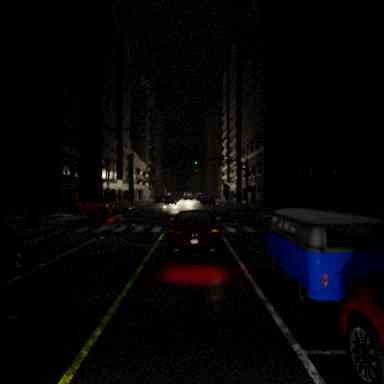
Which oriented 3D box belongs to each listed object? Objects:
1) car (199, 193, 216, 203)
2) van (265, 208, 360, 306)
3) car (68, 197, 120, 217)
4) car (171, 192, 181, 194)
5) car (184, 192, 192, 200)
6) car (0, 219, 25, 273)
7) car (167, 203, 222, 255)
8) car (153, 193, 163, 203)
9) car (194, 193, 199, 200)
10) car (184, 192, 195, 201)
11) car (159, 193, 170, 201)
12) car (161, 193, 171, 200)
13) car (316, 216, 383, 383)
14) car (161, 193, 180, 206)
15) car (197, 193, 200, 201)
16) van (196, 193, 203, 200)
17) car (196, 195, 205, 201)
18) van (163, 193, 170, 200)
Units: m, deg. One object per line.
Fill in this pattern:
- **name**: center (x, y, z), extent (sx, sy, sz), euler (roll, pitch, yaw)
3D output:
- **car**: center (2.572, 1.282, 51.551), extent (1.967, 1.590, 4.097), euler (0, 0, -1)
- **van**: center (2.859, 1.313, 7.661), extent (1.690, 1.788, 3.998), euler (0, 0, 0)
- **car**: center (-8.976, 1.251, 30.344), extent (4.553, 1.767, 2.097), euler (0, 0, 21)
- **car**: center (-3.653, 1.278, 68.038), extent (1.882, 1.535, 5.008), euler (0, 1, -1)
- **car**: center (-1.061, 0.988, 86.859), extent (2.150, 2.045, 5.566), euler (0, 0, -1)
- **car**: center (-5.667, 1.412, 7.656), extent (1.967, 1.590, 4.097), euler (0, 0, 0)
- **car**: center (0.135, 1.430, 13.138), extent (1.882, 1.535, 5.008), euler (0, 0, 1)
- **car**: center (-6.200, 1.253, 62.680), extent (1.967, 1.590, 4.097), euler (0, 0, -1)
- **car**: center (2.075, 1.373, 74.162), extent (1.802, 1.307, 4.206), euler (0, 0, -1)
- **car**: center (-0.841, 1.340, 76.830), extent (1.994, 1.385, 4.181), euler (0, 0, -1)
- **car**: center (-6.574, 1.103, 79.641), extent (2.192, 1.841, 5.009), euler (0, 0, -1)
- **car**: center (-6.699, 1.104, 85.297), extent (2.192, 1.841, 5.009), euler (0, 0, -1)
- **car**: center (2.859, 1.307, 2.138), extent (2.192, 1.841, 5.009), euler (0, 0, 0)
- **car**: center (-3.379, 1.316, 52.509), extent (1.882, 1.535, 5.008), euler (0, 0, -1)
- **car**: center (2.324, 1.395, 62.859), extent (1.802, 1.307, 4.206), euler (0, 0, -1)
- **van**: center (1.825, 1.130, 85.469), extent (1.690, 1.788, 3.998), euler (0, 0, -1)
- **car**: center (1.950, 1.333, 79.815), extent (1.887, 1.381, 4.507), euler (0, 0, -1)
- **van**: center (-6.823, 1.131, 90.952), extent (1.690, 1.788, 3.998), euler (0, 0, -1)
